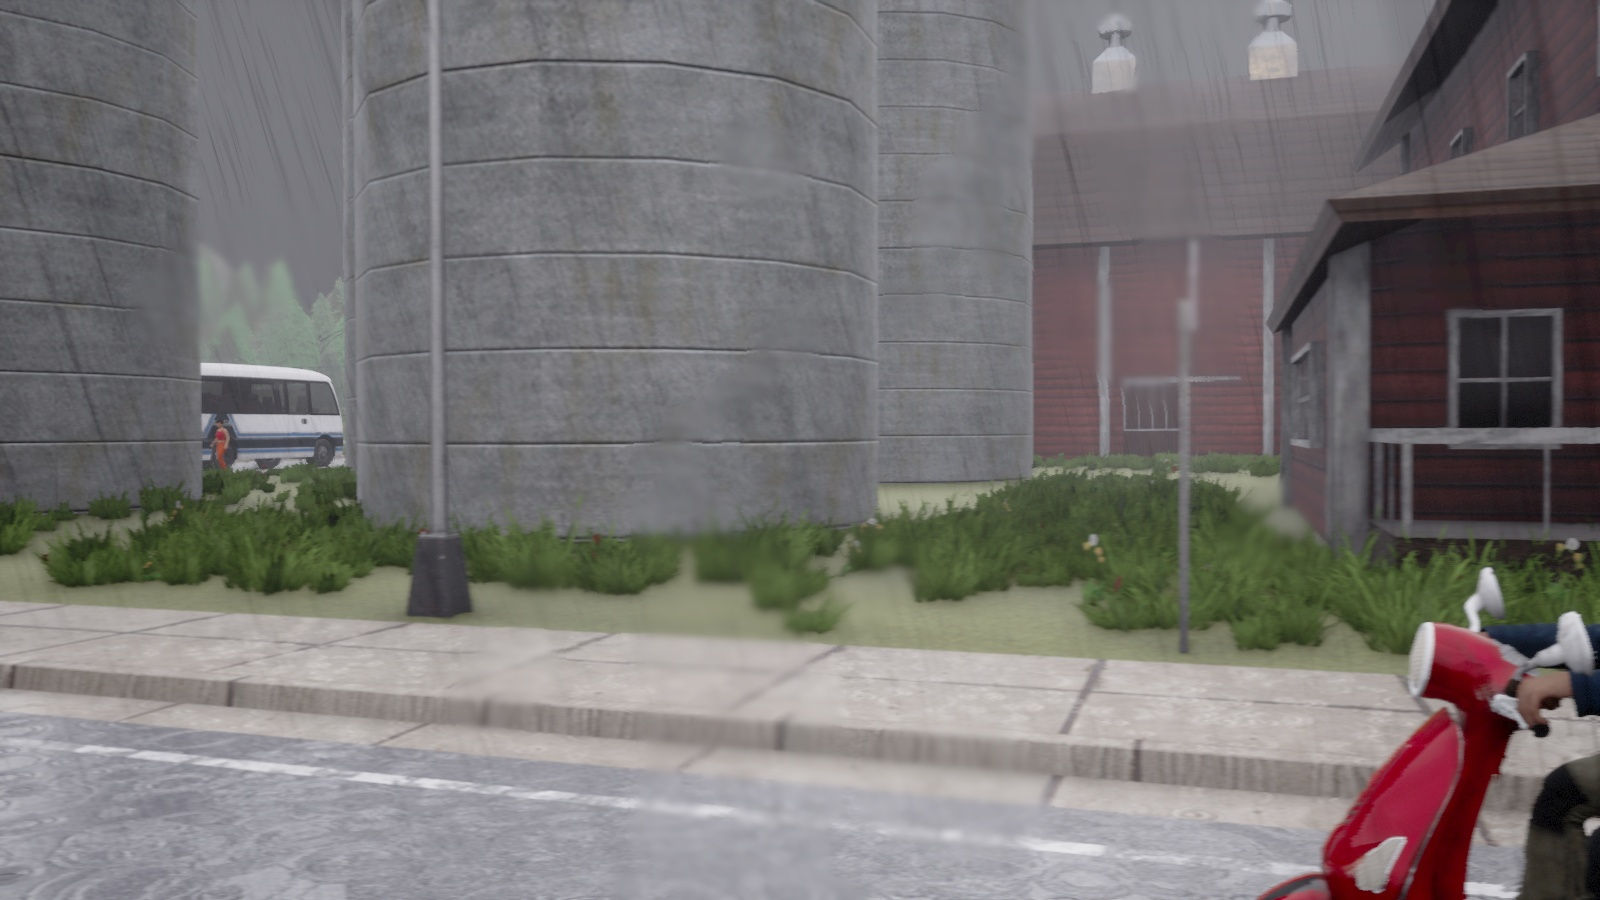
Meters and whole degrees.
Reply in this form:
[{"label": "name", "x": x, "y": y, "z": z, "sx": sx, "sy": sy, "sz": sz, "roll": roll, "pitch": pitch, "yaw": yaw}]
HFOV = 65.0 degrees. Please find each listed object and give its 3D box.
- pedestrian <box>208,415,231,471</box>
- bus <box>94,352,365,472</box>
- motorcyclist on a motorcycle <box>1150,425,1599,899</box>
[{"label": "pedestrian", "x": -19.148, "y": -0.248, "z": 41.429, "sx": 0.345, "sy": 1.836, "sz": 0.594, "roll": 1, "pitch": 1, "yaw": 34}, {"label": "bus", "x": -22.271, "y": -1.422, "z": 50.069, "sx": 3.944, "sy": 4.253, "sz": 10.273, "roll": 0, "pitch": 1, "yaw": 18}, {"label": "motorcyclist on a motorcycle", "x": 1.697, "y": 0.745, "z": 2.621, "sx": 1.817, "sy": 1.590, "sz": 0.866, "roll": 0, "pitch": 1, "yaw": 19}]
